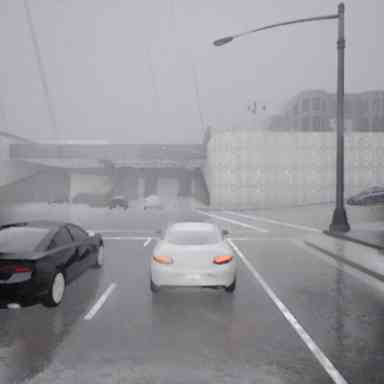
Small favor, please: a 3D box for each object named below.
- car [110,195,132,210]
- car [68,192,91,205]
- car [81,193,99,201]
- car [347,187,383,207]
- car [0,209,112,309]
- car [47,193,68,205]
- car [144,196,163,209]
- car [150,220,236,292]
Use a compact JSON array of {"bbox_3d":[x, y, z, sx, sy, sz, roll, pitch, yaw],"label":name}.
[{"bbox_3d":[-7.697,1.117,36.259,1.837,1.490,4.892,0,1,-3],"label":"car"},{"bbox_3d":[-15.286,0.836,46.846,2.097,1.767,4.553,0,1,-2],"label":"car"},{"bbox_3d":[-19.281,0.910,63.072,1.895,1.301,4.718,0,1,-1],"label":"car"},{"bbox_3d":[15.067,0.336,27.475,4.181,1.385,1.994,-9,1,-1],"label":"car"},{"bbox_3d":[-3.480,1.390,7.771,1.882,1.535,5.008,0,1,0],"label":"car"},{"bbox_3d":[-18.787,0.966,46.822,2.128,1.511,4.902,0,1,-2],"label":"car"},{"bbox_3d":[-4.251,1.137,37.201,1.812,1.442,4.674,0,1,-3],"label":"car"},{"bbox_3d":[0.012,1.439,8.572,1.812,1.442,4.674,0,1,0],"label":"car"}]
